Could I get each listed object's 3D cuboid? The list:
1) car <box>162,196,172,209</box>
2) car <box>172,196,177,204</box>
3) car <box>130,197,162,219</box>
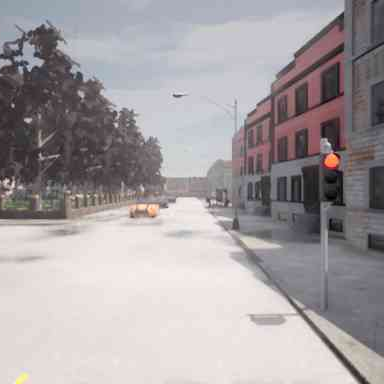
[{"bbox_3d":[-4.107,1.505,45.005,1.837,1.490,4.892,0,0,0],"label":"car"},{"bbox_3d":[-4.045,1.476,65.206,1.882,1.535,5.008,0,0,0],"label":"car"},{"bbox_3d":[-4.108,1.352,29.230,2.097,1.767,4.553,0,0,0],"label":"car"}]
